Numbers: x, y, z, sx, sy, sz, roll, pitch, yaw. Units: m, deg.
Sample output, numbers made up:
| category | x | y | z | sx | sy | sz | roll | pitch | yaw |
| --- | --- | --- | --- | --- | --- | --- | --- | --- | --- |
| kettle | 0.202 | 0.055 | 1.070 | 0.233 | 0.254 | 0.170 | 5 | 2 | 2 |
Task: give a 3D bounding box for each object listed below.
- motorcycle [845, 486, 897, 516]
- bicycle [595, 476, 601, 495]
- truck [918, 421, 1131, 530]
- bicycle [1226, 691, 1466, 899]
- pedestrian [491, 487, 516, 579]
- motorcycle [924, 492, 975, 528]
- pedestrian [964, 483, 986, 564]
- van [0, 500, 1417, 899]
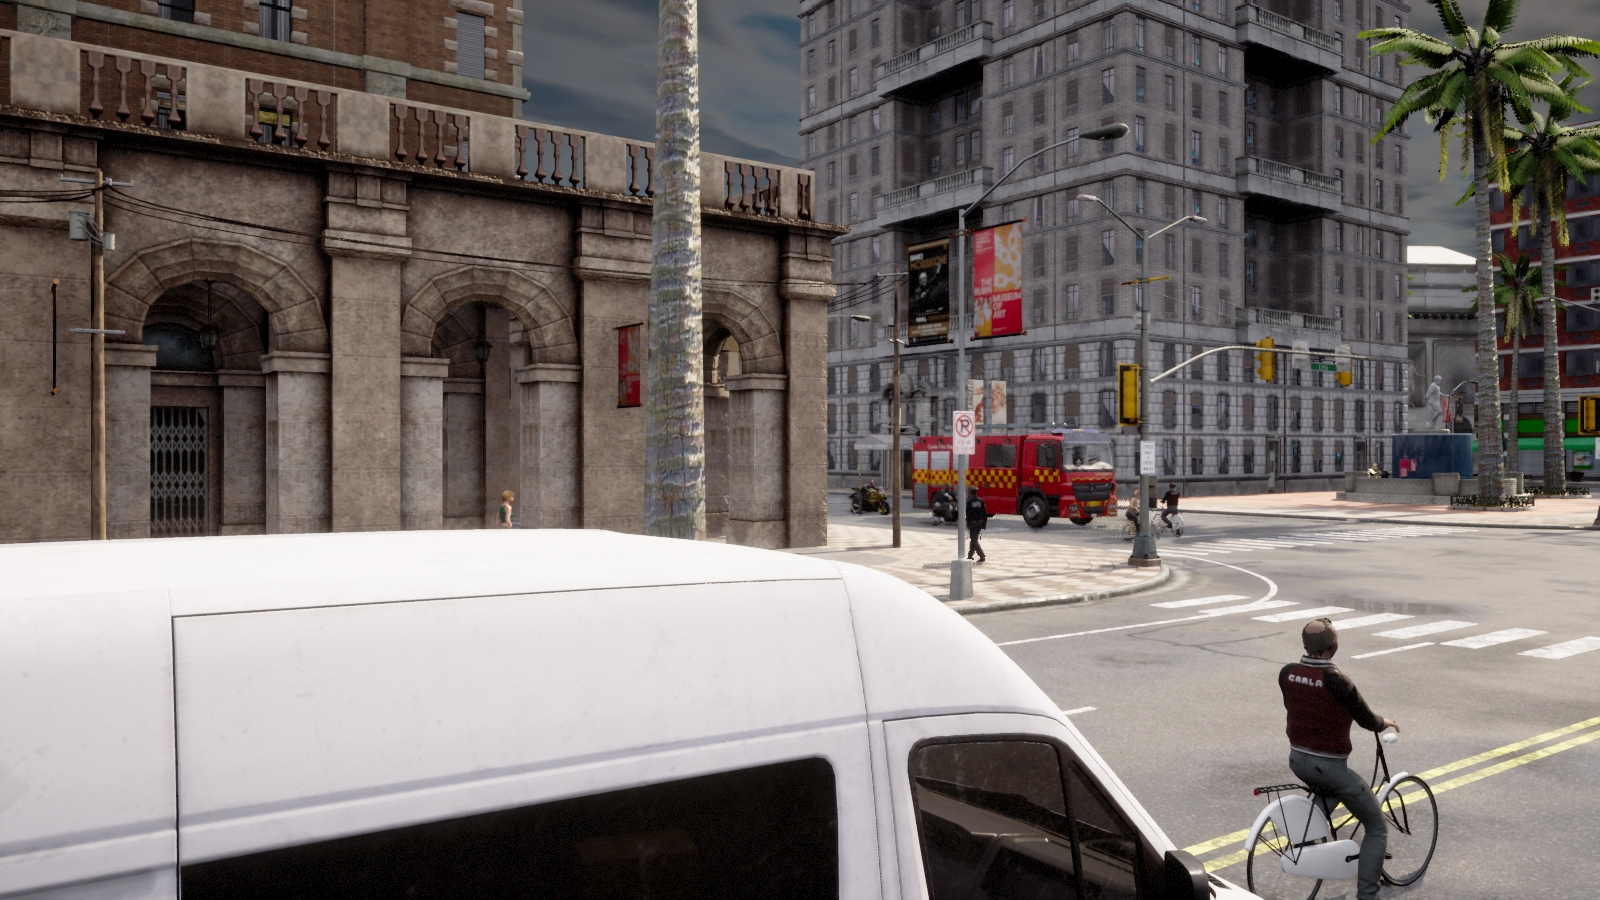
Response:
| category | x | y | z | sx | sy | sz | roll | pitch | yaw |
| --- | --- | --- | --- | --- | --- | --- | --- | --- | --- |
| motorcycle | 3.065 | 2.205 | 49.743 | 2.209 | 1.251 | 0.867 | 0 | 0 | 44 |
| bicycle | -12.612 | 2.210 | 71.312 | 0.329 | 1.171 | 1.835 | 0 | 0 | -13 |
| truck | 8.452 | 0.890 | 44.320 | 2.891 | 3.827 | 8.468 | 0 | 0 | -35 |
| bicycle | 3.417 | 2.210 | 7.085 | 1.835 | 1.171 | 0.329 | 0 | 0 | -29 |
| pedestrian | -6.101 | 1.698 | 23.505 | 0.375 | 1.860 | 0.375 | 0 | 0 | -35 |
| motorcycle | 5.485 | 2.182 | 41.992 | 0.856 | 1.236 | 1.805 | 0 | 0 | -35 |
| pedestrian | 4.081 | 1.696 | 26.617 | 0.375 | 1.860 | 0.375 | 0 | 0 | -21 |
| van | -0.760 | 1.534 | 3.254 | 5.915 | 2.561 | 1.988 | 0 | 0 | -35 |
